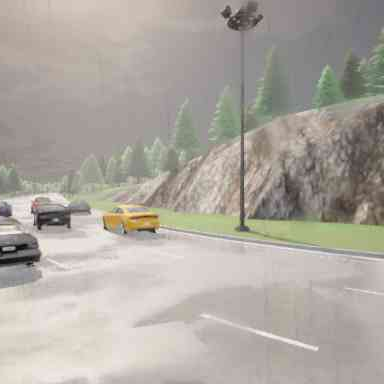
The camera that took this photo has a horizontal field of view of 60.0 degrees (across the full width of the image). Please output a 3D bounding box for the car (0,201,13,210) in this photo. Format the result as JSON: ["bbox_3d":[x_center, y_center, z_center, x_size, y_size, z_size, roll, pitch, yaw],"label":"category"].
[{"bbox_3d":[-16.485,1.526,28.444,1.812,1.442,4.674,0,0,-26],"label":"car"}]

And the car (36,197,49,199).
[{"bbox_3d":[-16.312,1.352,36.228,2.097,1.767,4.553,0,0,-25],"label":"car"}]

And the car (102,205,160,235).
[{"bbox_3d":[-3.637,1.477,19.014,1.882,1.535,5.008,0,1,-33],"label":"car"}]

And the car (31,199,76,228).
[{"bbox_3d":[-9.066,1.478,21.454,1.882,1.535,5.008,0,0,-28],"label":"car"}]

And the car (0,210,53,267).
[{"bbox_3d":[-6.431,1.547,10.739,2.033,1.411,5.357,0,0,-39],"label":"car"}]

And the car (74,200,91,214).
[{"bbox_3d":[-12.009,1.564,35.323,1.994,1.385,4.181,0,0,-26],"label":"car"}]
